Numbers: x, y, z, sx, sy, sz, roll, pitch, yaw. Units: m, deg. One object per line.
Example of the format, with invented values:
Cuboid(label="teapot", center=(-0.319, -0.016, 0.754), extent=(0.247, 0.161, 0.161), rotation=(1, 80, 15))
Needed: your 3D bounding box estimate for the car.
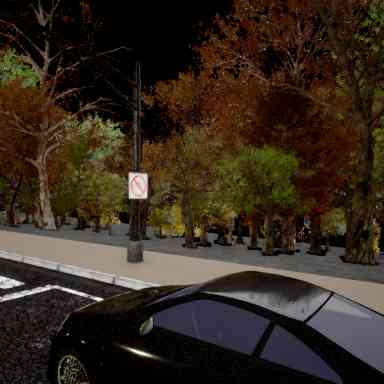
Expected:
Cuboid(label="car", center=(0.397, 1.564, 3.404), extent=(4.181, 1.385, 1.994), rotation=(0, 0, 36))
